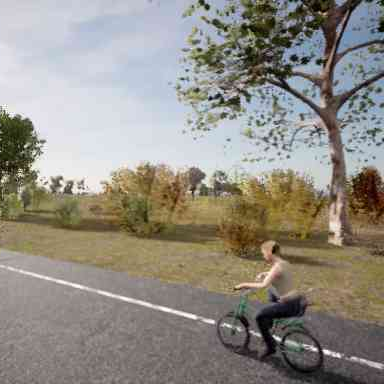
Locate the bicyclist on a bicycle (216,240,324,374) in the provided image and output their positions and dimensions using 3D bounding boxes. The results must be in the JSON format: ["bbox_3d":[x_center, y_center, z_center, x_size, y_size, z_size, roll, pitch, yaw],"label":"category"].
[{"bbox_3d":[0.961,1.439,4.395,1.509,1.612,0.866,0,0,35],"label":"bicyclist on a bicycle"}]
